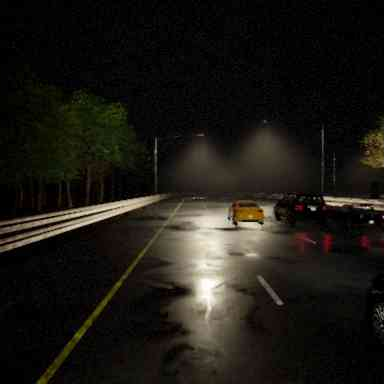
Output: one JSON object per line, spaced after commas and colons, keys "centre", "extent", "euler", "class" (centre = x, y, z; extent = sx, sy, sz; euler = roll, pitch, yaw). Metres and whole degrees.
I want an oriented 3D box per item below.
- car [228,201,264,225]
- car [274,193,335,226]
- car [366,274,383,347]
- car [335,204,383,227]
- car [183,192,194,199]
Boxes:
{"centre": [3.588, 1.337, 22.836], "extent": [1.882, 1.535, 5.008], "euler": [0, 0, 0], "class": "car"}
{"centre": [7.087, 1.086, 22.125], "extent": [2.150, 2.045, 5.566], "euler": [0, 0, 0], "class": "car"}
{"centre": [3.597, 1.474, 3.189], "extent": [2.128, 1.511, 4.902], "euler": [0, 0, 0], "class": "car"}
{"centre": [10.586, 1.467, 21.828], "extent": [1.895, 1.301, 4.718], "euler": [0, 0, 0], "class": "car"}
{"centre": [-1.266, 0.811, 82.647], "extent": [2.097, 1.767, 4.553], "euler": [0, 0, 0], "class": "car"}
